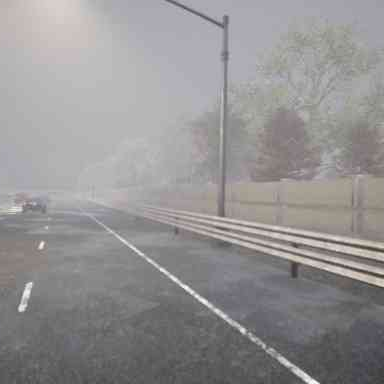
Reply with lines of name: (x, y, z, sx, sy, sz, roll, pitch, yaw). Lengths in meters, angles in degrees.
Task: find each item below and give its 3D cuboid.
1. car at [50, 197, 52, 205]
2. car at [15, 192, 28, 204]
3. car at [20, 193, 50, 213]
car: (-25.830, 1.280, 58.329, 2.097, 1.767, 4.553, 2, -1, -22)
car: (-29.469, 1.062, 58.003, 2.150, 2.045, 5.566, 2, -1, -22)
car: (-16.559, 1.273, 35.211, 2.097, 1.767, 4.553, 2, 0, -22)
